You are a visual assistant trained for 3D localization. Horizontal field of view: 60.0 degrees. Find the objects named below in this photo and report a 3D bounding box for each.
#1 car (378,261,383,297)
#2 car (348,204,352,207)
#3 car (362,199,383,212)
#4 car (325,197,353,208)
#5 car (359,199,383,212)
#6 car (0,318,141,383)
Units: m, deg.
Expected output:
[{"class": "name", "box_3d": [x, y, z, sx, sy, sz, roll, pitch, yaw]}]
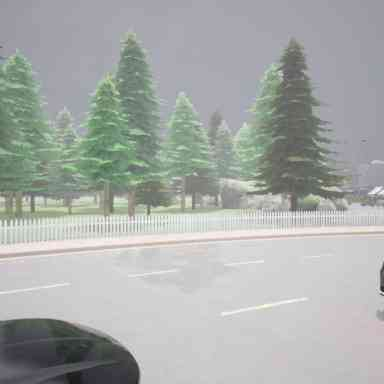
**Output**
[{"class": "car", "box_3d": [5.722, 1.492, 6.151, 4.902, 1.511, 2.128, 0, 0, -23]}, {"class": "car", "box_3d": [19.397, 1.280, 45.831, 2.150, 2.045, 5.566, 0, 0, -3]}, {"class": "car", "box_3d": [23.187, 1.581, 41.124, 1.812, 1.442, 4.674, 0, 0, -3]}, {"class": "car", "box_3d": [22.586, 1.533, 51.190, 1.882, 1.535, 5.008, 0, 0, -3]}, {"class": "car", "box_3d": [19.981, 1.619, 36.076, 1.994, 1.385, 4.181, 0, 0, -3]}, {"class": "car", "box_3d": [-2.640, 1.478, 1.678, 5.008, 1.535, 1.882, 0, 0, -36]}]
